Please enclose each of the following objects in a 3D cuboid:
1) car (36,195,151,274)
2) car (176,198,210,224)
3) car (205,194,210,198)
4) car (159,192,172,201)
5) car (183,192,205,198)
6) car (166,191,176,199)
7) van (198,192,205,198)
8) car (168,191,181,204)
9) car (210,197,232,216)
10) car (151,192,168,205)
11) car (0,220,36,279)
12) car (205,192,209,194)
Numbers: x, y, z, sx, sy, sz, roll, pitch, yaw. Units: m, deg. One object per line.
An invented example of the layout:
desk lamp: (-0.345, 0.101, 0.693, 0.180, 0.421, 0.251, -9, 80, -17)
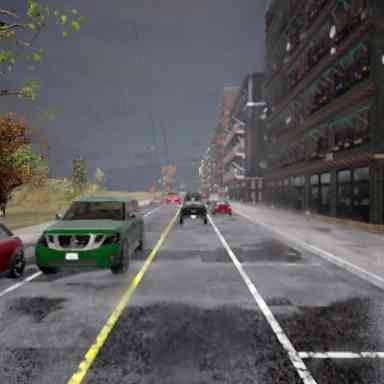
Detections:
car: (-2.848, 1.156, 10.654, 2.150, 2.045, 5.566, 0, 0, 0)
car: (0.103, 1.359, 23.537, 1.837, 1.490, 4.892, 0, -1, 0)
car: (2.583, 1.307, 40.520, 2.008, 1.369, 4.403, 1, 0, 0)
car: (-5.288, 0.907, 67.878, 2.192, 1.841, 5.009, 1, 0, 0)
car: (0.103, 0.979, 40.432, 2.150, 2.045, 5.566, 0, 1, 0)
car: (-5.285, 0.808, 84.486, 2.192, 1.841, 5.009, 1, 0, 0)
van: (2.596, 0.798, 90.422, 1.690, 1.788, 3.998, 1, 0, 0)
car: (-2.815, 0.911, 51.563, 2.150, 2.045, 5.566, 0, 0, 0)
car: (2.580, 1.404, 29.430, 1.802, 1.307, 4.206, 1, 0, 0)
car: (-5.294, 1.131, 51.270, 1.967, 1.590, 4.097, 1, 0, 0)
car: (-5.303, 1.397, 6.980, 1.967, 1.590, 4.097, 1, 0, 0)
car: (2.592, 0.905, 68.243, 2.192, 1.841, 5.009, 1, 0, 0)
